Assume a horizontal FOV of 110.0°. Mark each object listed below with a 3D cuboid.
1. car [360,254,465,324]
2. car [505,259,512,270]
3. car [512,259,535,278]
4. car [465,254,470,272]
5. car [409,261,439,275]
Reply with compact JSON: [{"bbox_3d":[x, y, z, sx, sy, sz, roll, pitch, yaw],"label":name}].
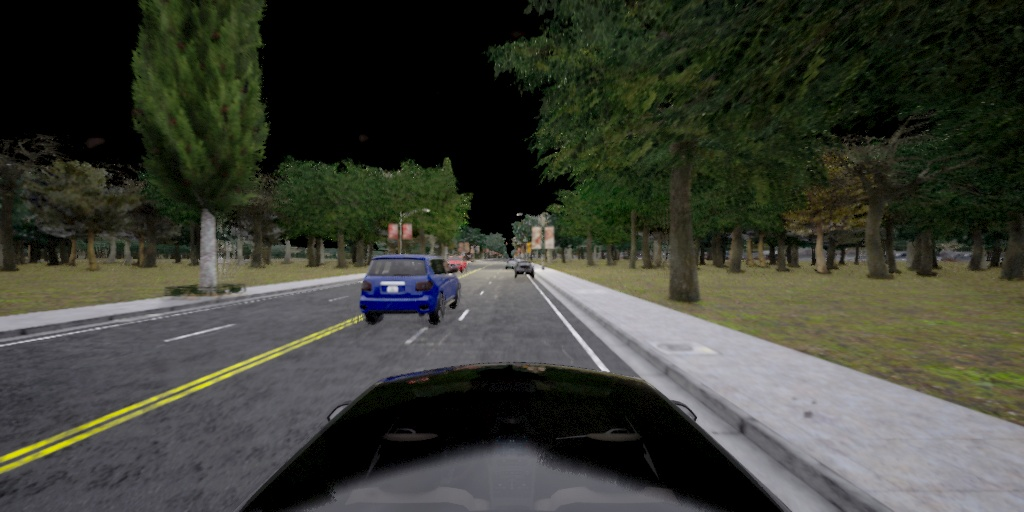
[{"bbox_3d":[-3.153,0.972,12.153,2.150,2.045,5.566,0,0,0],"label":"car"},{"bbox_3d":[-0.006,1.321,53.339,1.994,1.385,4.181,0,0,0],"label":"car"},{"bbox_3d":[1.130,1.259,33.812,1.837,1.490,4.892,0,0,0],"label":"car"},{"bbox_3d":[-6.599,0.976,42.067,2.150,2.045,5.566,0,0,0],"label":"car"},{"bbox_3d":[-9.850,1.301,40.530,2.033,1.411,5.357,0,0,0],"label":"car"}]
